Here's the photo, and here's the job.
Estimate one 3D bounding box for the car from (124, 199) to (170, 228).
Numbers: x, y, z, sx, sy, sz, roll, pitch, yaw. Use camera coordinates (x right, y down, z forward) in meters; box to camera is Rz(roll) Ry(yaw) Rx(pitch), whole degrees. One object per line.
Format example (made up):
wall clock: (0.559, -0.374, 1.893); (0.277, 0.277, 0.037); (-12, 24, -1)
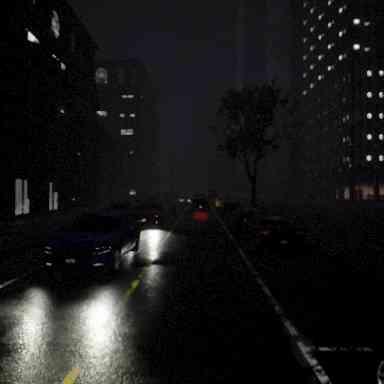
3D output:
car: (-2.637, 1.355, 20.471); (1.994, 1.385, 4.181); (0, 1, 1)

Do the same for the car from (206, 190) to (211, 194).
car: (1.186, 0.912, 46.991); (2.097, 1.767, 4.553); (0, 0, 2)

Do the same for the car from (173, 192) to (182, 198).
car: (-3.688, 0.752, 85.375); (1.947, 1.339, 4.313); (1, 1, 1)

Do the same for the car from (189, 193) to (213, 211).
car: (0.901, 1.178, 34.948); (1.837, 1.490, 4.892); (0, 1, 1)

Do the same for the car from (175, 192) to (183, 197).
car: (-3.556, 0.688, 90.943); (2.008, 1.369, 4.403); (1, 1, 1)

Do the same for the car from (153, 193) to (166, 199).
car: (-4.741, 1.156, 40.833); (1.947, 1.339, 4.313); (1, 1, 1)

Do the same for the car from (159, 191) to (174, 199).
car: (-4.472, 0.803, 51.967); (2.192, 1.841, 5.009); (1, 1, 1)

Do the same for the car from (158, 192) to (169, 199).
car: (-4.612, 1.066, 46.230); (1.752, 1.417, 4.829); (1, 1, 1)

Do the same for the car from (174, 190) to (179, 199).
car: (-3.951, 0.831, 74.239); (1.887, 1.381, 4.507); (1, 1, 1)

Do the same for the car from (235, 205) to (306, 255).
car: (2.979, 1.436, 12.794); (1.887, 1.381, 4.507); (1, 1, 1)

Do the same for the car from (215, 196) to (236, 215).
car: (3.374, 1.286, 29.498); (2.008, 1.369, 4.403); (1, 1, 1)

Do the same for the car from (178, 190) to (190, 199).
car: (-1.355, 0.773, 70.655); (1.882, 1.535, 5.008); (0, 1, 1)

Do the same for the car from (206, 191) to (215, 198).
car: (4.693, 0.669, 85.176); (1.967, 1.590, 4.097); (1, 1, 1)

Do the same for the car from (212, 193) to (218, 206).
car: (3.642, 1.156, 40.804); (1.752, 1.417, 4.829); (1, 1, 1)

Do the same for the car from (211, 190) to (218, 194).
car: (3.898, 0.640, 64.623); (2.150, 2.045, 5.566); (0, 1, 1)

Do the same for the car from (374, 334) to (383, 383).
car: (2.715, 1.563, 1.660); (1.947, 1.339, 4.313); (1, 1, 1)

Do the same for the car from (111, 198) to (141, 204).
car: (-5.136, 1.310, 24.129); (1.947, 1.339, 4.313); (1, 1, 1)

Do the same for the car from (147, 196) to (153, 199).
car: (-5.004, 1.244, 29.697); (2.008, 1.369, 4.403); (1, 1, 1)

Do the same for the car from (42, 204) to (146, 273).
car: (-2.875, 1.363, 10.497); (1.882, 1.535, 5.008); (0, 1, 1)

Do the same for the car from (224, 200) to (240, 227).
car: (3.111, 1.390, 18.362); (2.008, 1.369, 4.403); (1, 1, 1)
